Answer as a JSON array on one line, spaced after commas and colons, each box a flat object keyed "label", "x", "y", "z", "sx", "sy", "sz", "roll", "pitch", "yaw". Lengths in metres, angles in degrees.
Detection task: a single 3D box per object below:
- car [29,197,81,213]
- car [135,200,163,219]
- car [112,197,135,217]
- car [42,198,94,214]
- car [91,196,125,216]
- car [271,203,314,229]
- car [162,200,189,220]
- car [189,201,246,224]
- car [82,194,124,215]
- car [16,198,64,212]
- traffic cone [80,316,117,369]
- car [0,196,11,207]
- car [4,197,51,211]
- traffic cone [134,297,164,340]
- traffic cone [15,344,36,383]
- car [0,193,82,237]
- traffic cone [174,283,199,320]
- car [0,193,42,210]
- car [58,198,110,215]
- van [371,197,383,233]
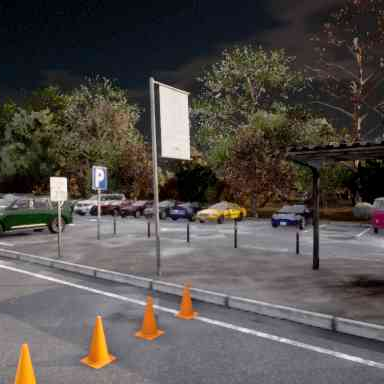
[{"label": "car", "x": -15.666, "y": 1.444, "z": 38.276, "sx": 1.946, "sy": 1.575, "sz": 5.366, "roll": 0, "pitch": 0, "yaw": 35}, {"label": "car", "x": -2.138, "y": 1.473, "z": 28.556, "sx": 2.231, "sy": 1.521, "sz": 4.892, "roll": 0, "pitch": 0, "yaw": 35}, {"label": "car", "x": -4.410, "y": 1.469, "z": 30.151, "sx": 2.097, "sy": 1.535, "sz": 5.008, "roll": 0, "pitch": 0, "yaw": 35}, {"label": "car", "x": -13.502, "y": 1.455, "z": 36.524, "sx": 2.097, "sy": 1.535, "sz": 5.008, "roll": 0, "pitch": 0, "yaw": 35}, {"label": "car", "x": -6.681, "y": 1.466, "z": 31.746, "sx": 2.097, "sy": 1.535, "sz": 5.008, "roll": 0, "pitch": 0, "yaw": 35}, {"label": "car", "x": 6.927, "y": 1.513, "z": 22.146, "sx": 2.163, "sy": 1.488, "sz": 4.792, "roll": 0, "pitch": 0, "yaw": 35}, {"label": "car", "x": 0.146, "y": 1.504, "z": 26.980, "sx": 2.163, "sy": 1.488, "sz": 4.792, "roll": 0, "pitch": 0, "yaw": 35}, {"label": "car", "x": 2.294, "y": 1.475, "z": 25.209, "sx": 1.946, "sy": 1.575, "sz": 5.366, "roll": 0, "pitch": 0, "yaw": 35}, {"label": "car", "x": -8.972, "y": 1.212, "z": 33.314, "sx": 2.435, "sy": 2.045, "sz": 5.566, "roll": 0, "pitch": 0, "yaw": 35}, {"label": "car", "x": -18.057, "y": 1.469, "z": 39.694, "sx": 2.163, "sy": 1.488, "sz": 4.792, "roll": 0, "pitch": 0, "yaw": 35}, {"label": "traffic cone", "x": -1.248, "y": 1.957, "z": 4.442, "sx": 0.340, "sy": 0.580, "sz": 0.340, "roll": 0, "pitch": 0, "yaw": 35}, {"label": "car", "x": -29.296, "y": 1.332, "z": 47.852, "sx": 1.946, "sy": 1.575, "sz": 5.366, "roll": 1, "pitch": 0, "yaw": 35}, {"label": "car", "x": -20.301, "y": 1.452, "z": 41.341, "sx": 2.163, "sy": 1.488, "sz": 4.792, "roll": 0, "pitch": 0, "yaw": 35}, {"label": "traffic cone", "x": -0.673, "y": 1.957, "z": 5.259, "sx": 0.340, "sy": 0.580, "sz": 0.340, "roll": 0, "pitch": 0, "yaw": 35}, {"label": "traffic cone", "x": -1.823, "y": 1.957, "z": 3.626, "sx": 0.340, "sy": 0.580, "sz": 0.340, "roll": 0, "pitch": 0, "yaw": 35}, {"label": "car", "x": -8.963, "y": 1.221, "z": 17.324, "sx": 2.435, "sy": 2.045, "sz": 5.566, "roll": 0, "pitch": 0, "yaw": 35}, {"label": "traffic cone", "x": -0.098, "y": 1.957, "z": 6.075, "sx": 0.340, "sy": 0.580, "sz": 0.340, "roll": 0, "pitch": 0, "yaw": 36}, {"label": "car", "x": -22.603, "y": 1.153, "z": 42.888, "sx": 2.435, "sy": 2.045, "sz": 5.566, "roll": 0, "pitch": 0, "yaw": 35}, {"label": "car", "x": -11.230, "y": 1.461, "z": 34.927, "sx": 2.231, "sy": 1.521, "sz": 4.892, "roll": 0, "pitch": 0, "yaw": 35}, {"label": "van", "x": 11.553, "y": 1.264, "z": 19.074, "sx": 1.878, "sy": 1.987, "sz": 4.442, "roll": 0, "pitch": 0, "yaw": 35}]
